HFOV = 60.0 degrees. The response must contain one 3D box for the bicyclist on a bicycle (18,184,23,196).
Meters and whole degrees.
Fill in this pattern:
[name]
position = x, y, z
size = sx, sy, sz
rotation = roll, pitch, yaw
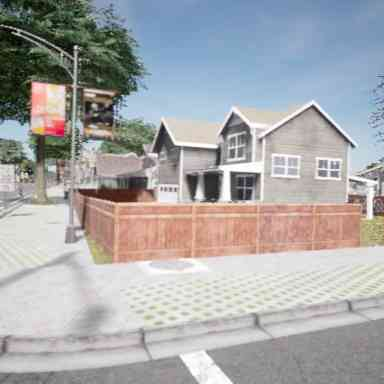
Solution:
[bicyclist on a bicycle]
position = -21.393, -0.155, 41.554
size = 0.582, 1.620, 1.656
rotation = 2, 1, -21
